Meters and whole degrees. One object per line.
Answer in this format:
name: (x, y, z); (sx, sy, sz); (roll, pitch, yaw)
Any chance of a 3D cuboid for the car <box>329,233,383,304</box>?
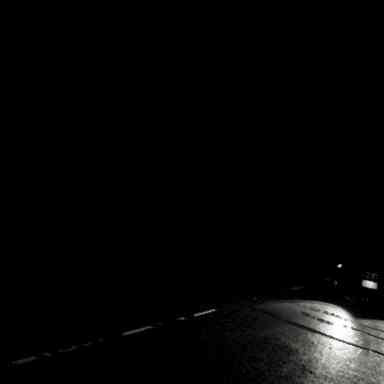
car: (4.959, 1.556, 7.408); (4.181, 1.385, 1.994); (0, 0, -36)
